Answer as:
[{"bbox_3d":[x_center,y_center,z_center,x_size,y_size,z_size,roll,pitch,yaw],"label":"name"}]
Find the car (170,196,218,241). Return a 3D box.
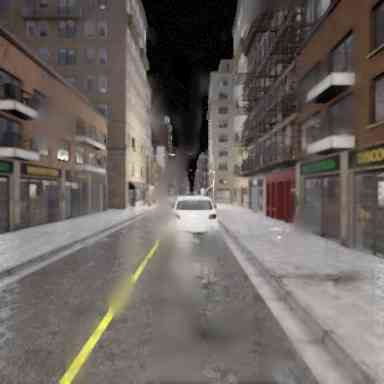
[{"bbox_3d":[0.101,1.235,16.803,2.150,2.045,5.566,0,0,0],"label":"car"}]

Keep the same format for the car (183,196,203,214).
[{"bbox_3d":[0.104,1.391,35.936,2.097,1.767,4.553,0,0,0],"label":"car"}]
